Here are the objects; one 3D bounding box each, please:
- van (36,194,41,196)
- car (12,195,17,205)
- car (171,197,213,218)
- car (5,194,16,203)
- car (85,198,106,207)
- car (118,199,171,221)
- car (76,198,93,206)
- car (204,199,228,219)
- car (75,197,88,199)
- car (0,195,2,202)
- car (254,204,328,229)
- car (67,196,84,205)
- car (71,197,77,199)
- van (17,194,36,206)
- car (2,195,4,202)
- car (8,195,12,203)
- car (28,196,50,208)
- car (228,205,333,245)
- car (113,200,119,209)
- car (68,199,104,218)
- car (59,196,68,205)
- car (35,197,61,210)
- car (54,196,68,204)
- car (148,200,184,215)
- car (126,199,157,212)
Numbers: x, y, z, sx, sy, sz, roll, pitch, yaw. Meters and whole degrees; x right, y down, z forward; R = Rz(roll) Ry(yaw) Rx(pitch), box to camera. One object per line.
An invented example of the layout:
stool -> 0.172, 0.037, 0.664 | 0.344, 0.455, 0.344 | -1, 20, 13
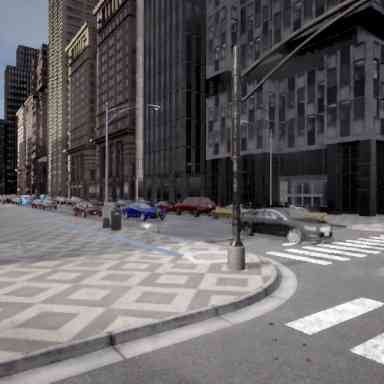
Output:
van -> -38.570, 1.621, 86.684 | 1.690, 1.788, 3.998 | 0, 0, -35
car -> -32.473, 1.705, 63.318 | 1.752, 1.417, 4.829 | 0, 0, -35
car -> 0.271, 1.398, 31.819 | 2.192, 1.841, 5.009 | 0, 0, -35
car -> -39.046, 1.529, 72.602 | 2.192, 1.841, 5.009 | 0, 0, -35
car -> -15.912, 1.727, 54.679 | 1.947, 1.339, 4.313 | 0, 0, -35
car -> -4.042, 1.537, 27.773 | 1.882, 1.535, 5.008 | 0, 0, -35
car -> -19.149, 1.759, 59.251 | 1.802, 1.307, 4.206 | 0, 0, -35
car -> 3.410, 1.593, 27.386 | 1.752, 1.417, 4.829 | 0, 0, -35
car -> -11.881, 1.661, 38.896 | 1.994, 1.385, 4.181 | 0, 0, -35
car -> -45.519, 1.690, 81.746 | 1.967, 1.590, 4.097 | 0, 0, -35
car -> 6.646, 1.578, 22.814 | 1.752, 1.417, 4.829 | 0, 0, -35
car -> -22.386, 1.634, 63.823 | 1.967, 1.590, 4.097 | 0, 0, -35
car -> -17.517, 1.653, 52.343 | 1.837, 1.490, 4.892 | 0, 0, -35
van -> -29.335, 1.504, 58.885 | 1.690, 1.788, 3.998 | 0, 0, -35
car -> -42.282, 1.814, 77.174 | 1.802, 1.307, 4.206 | 0, 0, -35
car -> -35.808, 1.779, 68.029 | 1.802, 1.307, 4.206 | 0, 0, -35
car -> -22.860, 1.712, 49.740 | 1.802, 1.307, 4.206 | 0, 0, -35
car -> 4.276, 1.512, 16.019 | 2.128, 1.511, 4.902 | 0, 0, -35
car -> -9.439, 1.680, 45.535 | 2.008, 1.369, 4.403 | 0, 0, -35
car -> -9.913, 1.612, 31.451 | 1.887, 1.381, 4.507 | 0, 0, -35
car -> -23.536, 1.780, 60.842 | 1.895, 1.301, 4.718 | 0, 0, -36
car -> -19.624, 1.696, 45.168 | 1.802, 1.307, 4.206 | 0, 0, -35
car -> -28.859, 1.668, 72.967 | 1.967, 1.590, 4.097 | 0, 0, -35
car -> -2.965, 1.643, 36.391 | 1.887, 1.381, 4.507 | 0, 0, -35
car -> -6.301, 1.639, 41.102 | 1.752, 1.417, 4.829 | 0, 0, -35
